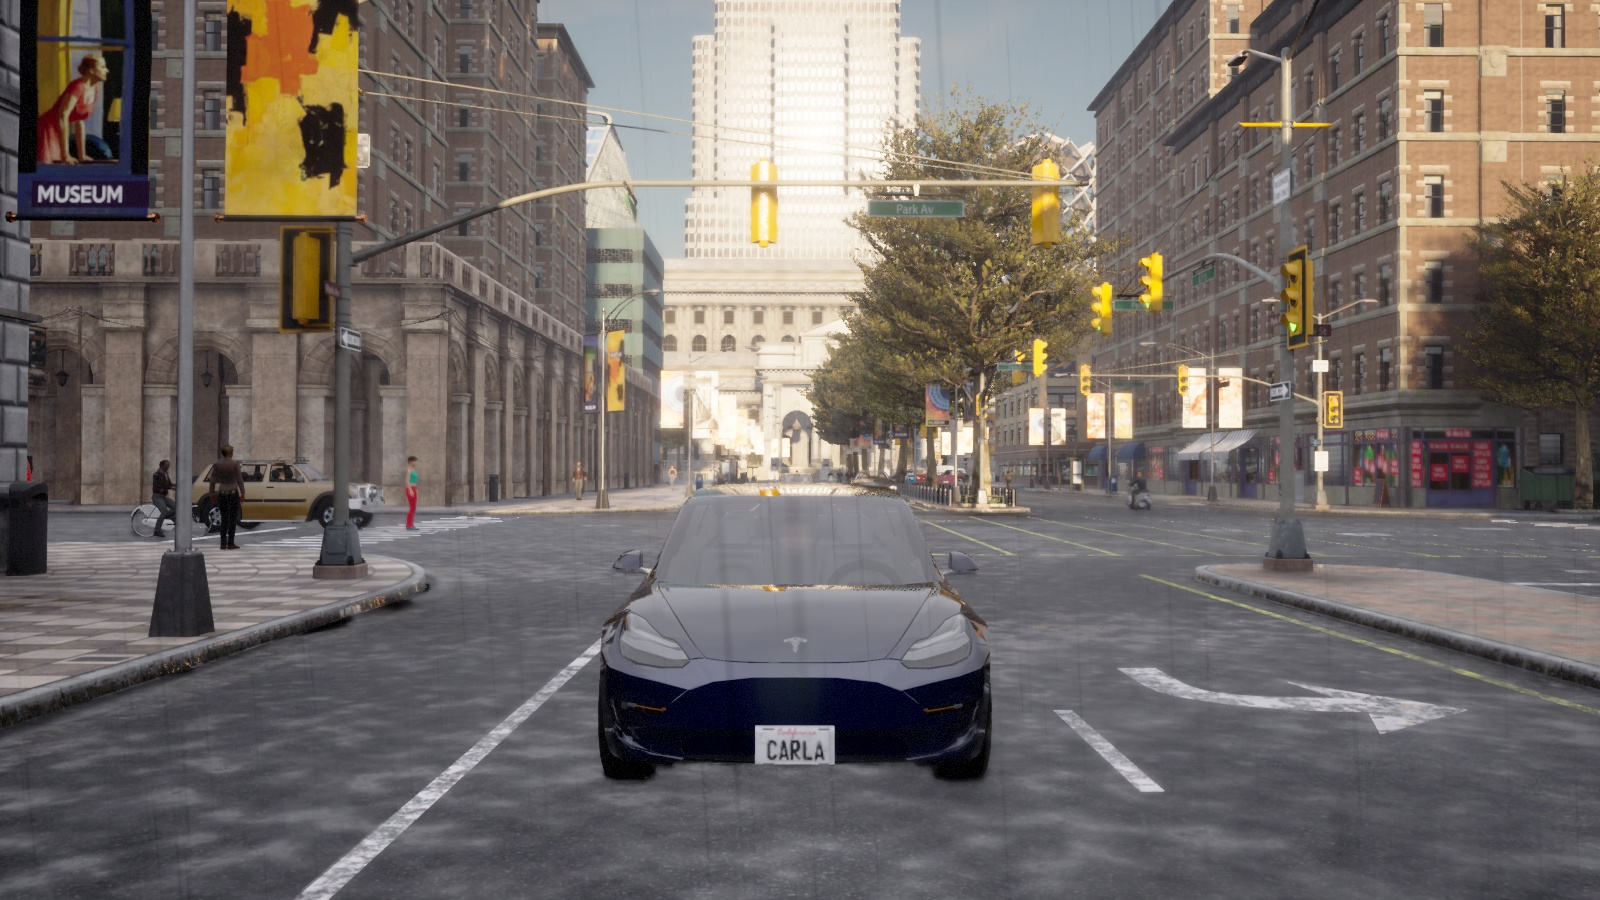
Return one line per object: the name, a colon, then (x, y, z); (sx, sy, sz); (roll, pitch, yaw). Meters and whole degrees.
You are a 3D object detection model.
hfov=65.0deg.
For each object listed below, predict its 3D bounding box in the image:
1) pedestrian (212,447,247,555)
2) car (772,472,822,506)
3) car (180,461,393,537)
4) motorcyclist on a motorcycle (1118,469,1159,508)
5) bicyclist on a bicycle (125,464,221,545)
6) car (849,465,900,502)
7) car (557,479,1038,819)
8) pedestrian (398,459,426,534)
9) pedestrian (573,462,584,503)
pedestrian: (-9.950, 0.878, 21.896); (0.331, 1.846, 0.634); (0, -1, -2)
car: (-0.140, 1.785, 57.926); (2.163, 1.488, 4.792); (0, -1, 0)
car: (-12.935, 1.216, 31.817); (4.605, 1.855, 1.932); (0, -1, 0)
motorcyclist on a motorcycle: (14.103, 1.589, 52.356); (0.866, 1.590, 1.817); (0, -1, -15)
bicyclist on a bicycle: (-14.120, 1.216, 28.301); (1.843, 1.776, 0.659); (0, -1, 0)
car: (3.435, 1.566, 58.898); (2.152, 1.651, 5.027); (0, -1, 1)
car: (-0.020, 0.950, 8.059); (2.163, 1.488, 4.792); (0, -1, 0)
pedestrian: (-9.523, 1.133, 30.844); (0.594, 1.836, 0.345); (0, -1, -2)
pedestrian: (-10.143, 1.477, 57.600); (0.376, 1.854, 0.720); (0, -1, 0)
